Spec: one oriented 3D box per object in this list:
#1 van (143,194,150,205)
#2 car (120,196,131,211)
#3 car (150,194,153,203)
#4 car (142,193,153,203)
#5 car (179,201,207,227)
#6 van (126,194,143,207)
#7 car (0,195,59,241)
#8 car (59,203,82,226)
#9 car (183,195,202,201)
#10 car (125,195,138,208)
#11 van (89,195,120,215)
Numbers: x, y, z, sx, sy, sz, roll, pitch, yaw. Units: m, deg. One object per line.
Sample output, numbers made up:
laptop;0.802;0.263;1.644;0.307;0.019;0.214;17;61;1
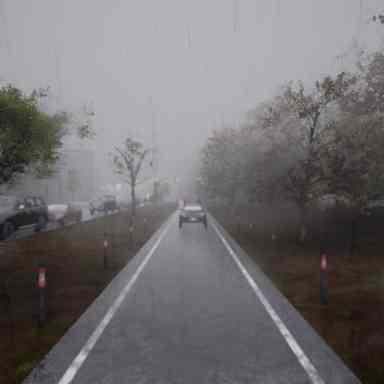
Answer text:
van;-9.338;1.399;61.773;1.878;1.987;4.442;0;-1;-2
car;-9.127;1.519;39.799;2.231;1.521;4.892;0;-1;-2
car;-9.966;1.714;73.008;2.002;1.452;4.674;1;-1;-5
car;-10.498;1.444;78.546;2.435;2.045;5.566;1;-1;-9
car;0.066;1.552;23.058;1.812;1.442;4.674;0;0;0
van;-9.159;1.353;51.823;1.878;1.987;4.442;0;-1;-3
car;-9.067;1.187;16.399;2.435;2.045;5.566;0;0;0
car;-9.085;1.497;23.142;2.002;1.452;4.674;0;0;0
car;0.047;1.320;40.324;2.150;2.045;5.566;0;0;0
car;-9.140;1.576;45.310;2.163;1.488;4.792;0;-1;-2
van;-9.118;1.287;34.115;1.878;1.987;4.442;0;0;2
